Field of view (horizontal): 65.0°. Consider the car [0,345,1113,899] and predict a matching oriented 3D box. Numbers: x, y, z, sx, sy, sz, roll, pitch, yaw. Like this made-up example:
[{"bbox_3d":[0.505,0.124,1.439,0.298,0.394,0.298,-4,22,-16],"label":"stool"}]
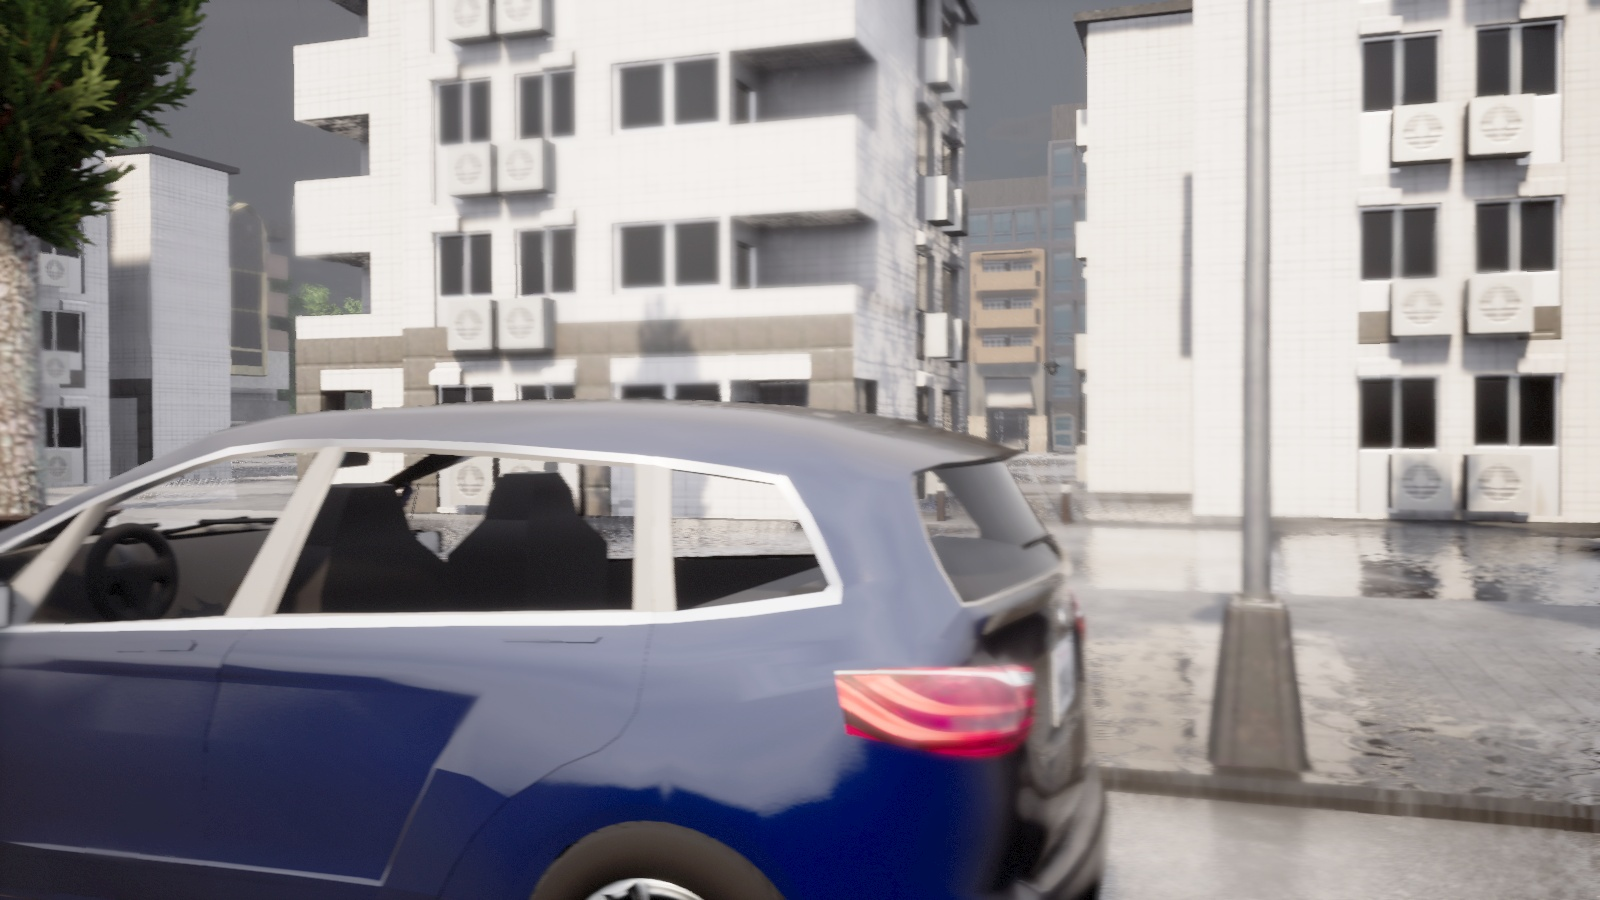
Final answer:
[{"bbox_3d":[-1.422,0.598,4.202,4.611,1.667,2.242,1,1,19],"label":"car"}]
